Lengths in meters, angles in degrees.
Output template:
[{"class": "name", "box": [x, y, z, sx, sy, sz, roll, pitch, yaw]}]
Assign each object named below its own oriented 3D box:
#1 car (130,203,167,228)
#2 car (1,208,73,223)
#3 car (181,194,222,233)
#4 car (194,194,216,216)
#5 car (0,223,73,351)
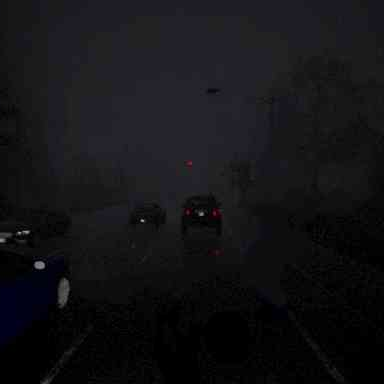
[{"class": "car", "box": [-2.821, 1.491, 22.167, 2.128, 1.511, 4.902, 0, 0, 3]}, {"class": "car", "box": [-6.822, 1.489, 14.488, 2.128, 1.511, 4.902, 0, 0, 2]}, {"class": "car", "box": [0.571, 1.225, 19.685, 2.150, 2.045, 5.566, 0, 0, 2]}, {"class": "car", "box": [1.418, 1.226, 34.527, 2.150, 2.045, 5.566, 0, 0, 4]}, {"class": "car", "box": [-3.339, 1.476, 4.593, 1.882, 1.535, 5.008, 0, 0, 1]}]
